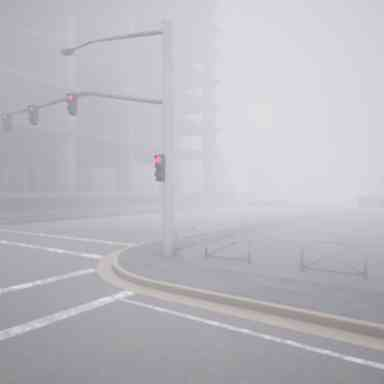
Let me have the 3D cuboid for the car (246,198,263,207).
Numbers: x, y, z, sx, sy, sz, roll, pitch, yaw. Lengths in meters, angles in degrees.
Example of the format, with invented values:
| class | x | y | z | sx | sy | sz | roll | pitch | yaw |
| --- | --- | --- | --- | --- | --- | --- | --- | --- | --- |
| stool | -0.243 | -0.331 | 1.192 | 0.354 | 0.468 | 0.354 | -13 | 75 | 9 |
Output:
| class | x | y | z | sx | sy | sz | roll | pitch | yaw |
| --- | --- | --- | --- | --- | --- | --- | --- | --- | --- |
| car | 10.478 | 1.663 | 54.283 | 1.812 | 1.442 | 4.674 | -1 | -1 | 36 |

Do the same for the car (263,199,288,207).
| class | x | y | z | sx | sy | sz | roll | pitch | yaw |
| --- | --- | --- | --- | --- | --- | --- | --- | --- | --- |
| car | 13.481 | 1.706 | 52.461 | 1.895 | 1.301 | 4.718 | -1 | 0 | 35 |
